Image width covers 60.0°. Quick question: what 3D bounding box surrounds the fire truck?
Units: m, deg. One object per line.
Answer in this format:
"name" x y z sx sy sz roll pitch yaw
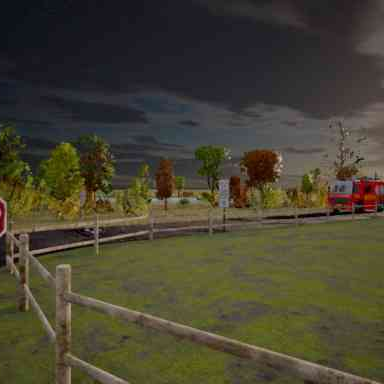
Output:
"fire truck" 18.723 0.347 37.203 8.468 3.827 2.891 0 0 -37
